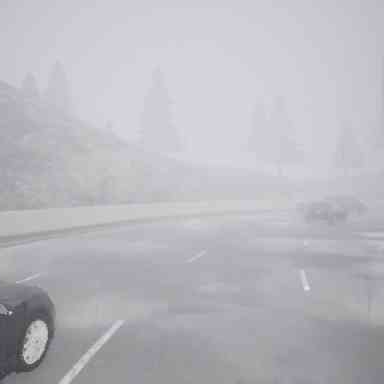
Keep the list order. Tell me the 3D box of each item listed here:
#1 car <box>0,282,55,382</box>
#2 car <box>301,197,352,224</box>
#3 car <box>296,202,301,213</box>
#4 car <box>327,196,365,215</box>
[{"bbox_3d":[-3.015,1.507,2.848,1.837,1.490,4.892,0,0,5],"label":"car"},{"bbox_3d":[10.659,1.497,26.162,2.097,1.767,4.553,0,0,40],"label":"car"},{"bbox_3d":[14.170,1.701,38.818,4.902,1.511,2.128,0,0,-35],"label":"car"},{"bbox_3d":[16.391,1.430,35.898,5.566,2.045,2.150,0,0,-34],"label":"car"}]
